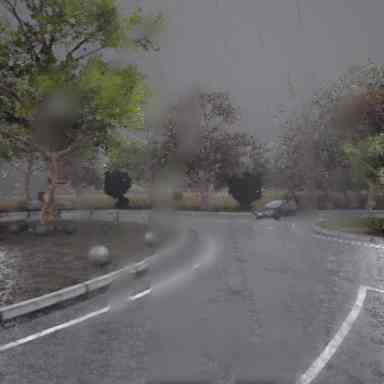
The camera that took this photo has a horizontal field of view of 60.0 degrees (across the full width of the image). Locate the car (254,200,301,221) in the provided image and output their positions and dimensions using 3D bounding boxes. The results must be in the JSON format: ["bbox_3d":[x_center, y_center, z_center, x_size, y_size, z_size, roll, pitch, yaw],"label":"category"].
[{"bbox_3d":[6.762,1.382,26.084,4.892,1.490,1.837,-1,-2,-43],"label":"car"}]
